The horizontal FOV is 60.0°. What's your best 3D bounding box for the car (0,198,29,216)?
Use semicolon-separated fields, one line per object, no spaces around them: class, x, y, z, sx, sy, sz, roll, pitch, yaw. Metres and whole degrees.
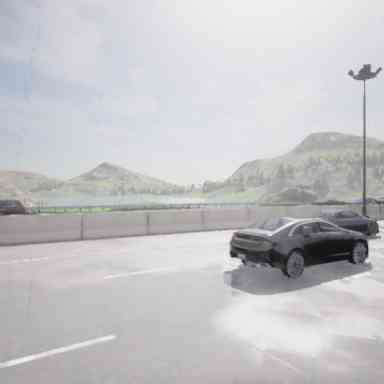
car;-14.222;1.293;23.783;4.553;1.767;2.097;0;0;-34

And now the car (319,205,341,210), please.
car;7.319;1.546;16.512;4.181;1.385;1.994;0;0;-30

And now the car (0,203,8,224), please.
car;-13.891;1.549;19.802;4.718;1.301;1.895;0;0;-35

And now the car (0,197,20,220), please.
car;-16.412;1.285;26.528;4.553;1.767;2.097;0;0;-34

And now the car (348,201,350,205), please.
car;22.590;1.436;43.620;5.008;1.535;1.882;0;0;-22

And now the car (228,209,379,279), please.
car;3.350;1.479;10.023;4.902;1.511;2.128;0;0;-33

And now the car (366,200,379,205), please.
car;21.903;1.190;35.783;5.566;2.045;2.150;0;0;-23
